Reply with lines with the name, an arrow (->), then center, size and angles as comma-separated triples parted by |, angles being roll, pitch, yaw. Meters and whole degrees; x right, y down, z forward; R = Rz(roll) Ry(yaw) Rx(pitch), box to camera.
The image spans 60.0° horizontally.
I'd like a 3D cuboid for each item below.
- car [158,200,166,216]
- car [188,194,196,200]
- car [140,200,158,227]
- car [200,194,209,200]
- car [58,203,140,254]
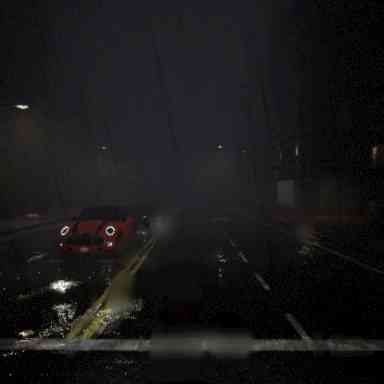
car -> -3.577, 1.515, 32.301 | 1.994, 1.385, 4.181 | 0, 0, 0
car -> -0.025, 1.339, 87.531 | 1.882, 1.535, 5.008 | 0, 0, 0
car -> -3.597, 1.492, 22.331 | 1.812, 1.442, 4.674 | 0, 0, 0
car -> 3.475, 1.401, 87.532 | 2.033, 1.411, 5.357 | 0, 0, 0
car -> -3.600, 1.332, 13.359 | 2.097, 1.767, 4.553 | 0, 0, 0
